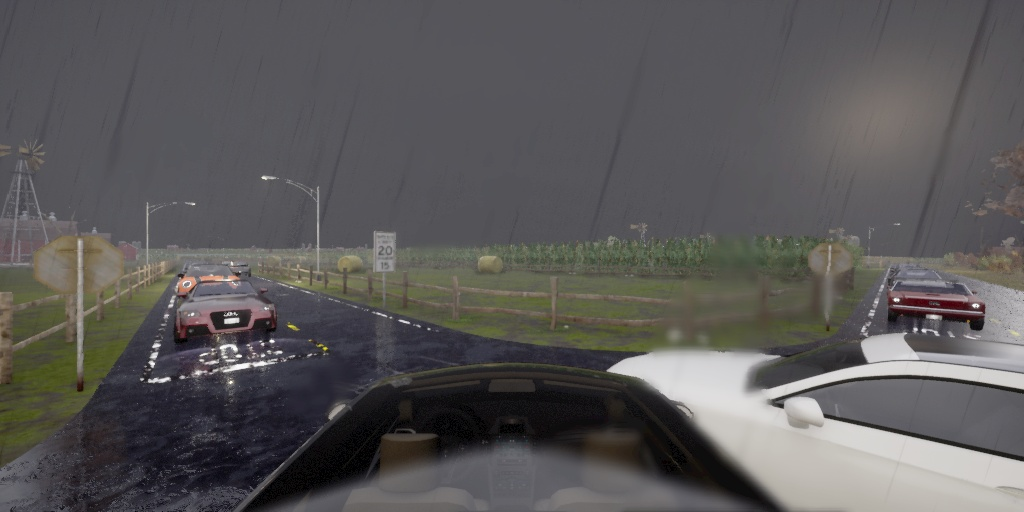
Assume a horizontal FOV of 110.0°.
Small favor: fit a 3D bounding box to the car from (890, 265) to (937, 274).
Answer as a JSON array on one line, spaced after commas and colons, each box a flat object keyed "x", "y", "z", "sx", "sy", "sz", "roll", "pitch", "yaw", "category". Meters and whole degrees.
[{"x": 20.485, "y": 1.369, "z": 18.182, "sx": 5.357, "sy": 1.411, "sz": 2.033, "roll": 0, "pitch": 1, "yaw": -43, "category": "car"}]

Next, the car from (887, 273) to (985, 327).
[{"x": 13.449, "y": 1.402, "z": 11.574, "sx": 4.718, "sy": 1.301, "sz": 1.895, "roll": 0, "pitch": 1, "yaw": -43, "category": "car"}]

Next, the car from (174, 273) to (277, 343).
[{"x": -8.000, "y": 1.356, "z": 9.965, "sx": 1.994, "sy": 1.385, "sz": 4.181, "roll": 0, "pitch": 0, "yaw": -43, "category": "car"}]

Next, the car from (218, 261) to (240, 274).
[{"x": -33.969, "y": 1.313, "z": 42.975, "sx": 1.837, "sy": 1.490, "sz": 4.892, "roll": 0, "pitch": 0, "yaw": -42, "category": "car"}]

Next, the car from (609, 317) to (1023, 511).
[{"x": 2.827, "y": 1.294, "z": 2.446, "sx": 1.812, "sy": 1.442, "sz": 4.674, "roll": 0, "pitch": 1, "yaw": -44, "category": "car"}]

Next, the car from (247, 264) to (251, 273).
[{"x": -27.201, "y": 1.290, "z": 35.559, "sx": 2.128, "sy": 1.511, "sz": 4.902, "roll": 0, "pitch": 0, "yaw": -42, "category": "car"}]

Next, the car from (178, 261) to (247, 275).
[{"x": -13.816, "y": 1.143, "z": 16.413, "sx": 2.097, "sy": 1.767, "sz": 4.553, "roll": 0, "pitch": 0, "yaw": -42, "category": "car"}]

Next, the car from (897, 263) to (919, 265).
[{"x": 27.201, "y": 1.409, "z": 24.479, "sx": 4.181, "sy": 1.385, "sz": 1.994, "roll": 0, "pitch": 1, "yaw": -43, "category": "car"}]
